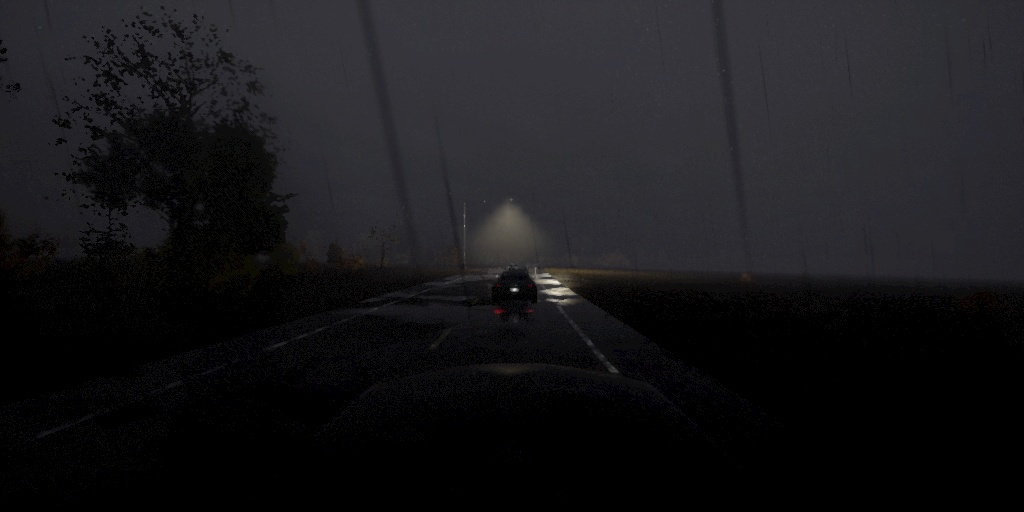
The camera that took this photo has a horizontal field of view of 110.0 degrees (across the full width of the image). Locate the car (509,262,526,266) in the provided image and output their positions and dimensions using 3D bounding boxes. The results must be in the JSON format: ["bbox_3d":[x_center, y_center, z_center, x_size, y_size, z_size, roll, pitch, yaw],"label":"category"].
[{"bbox_3d":[0.563,1.416,31.432,1.895,1.301,4.718,0,0,2],"label":"car"}]

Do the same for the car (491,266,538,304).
[{"bbox_3d":[0.140,1.334,16.440,1.994,1.385,4.181,0,0,1],"label":"car"}]
